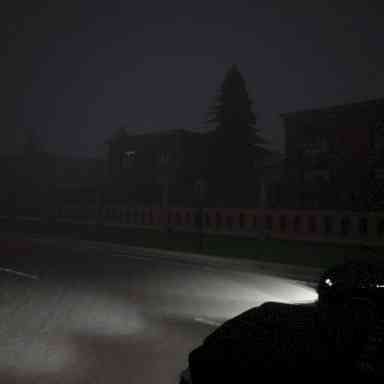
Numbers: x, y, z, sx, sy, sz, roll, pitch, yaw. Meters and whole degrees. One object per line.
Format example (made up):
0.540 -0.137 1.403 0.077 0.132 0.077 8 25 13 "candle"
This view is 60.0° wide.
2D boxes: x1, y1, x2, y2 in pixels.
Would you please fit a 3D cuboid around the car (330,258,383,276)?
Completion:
4.228 1.560 5.276 4.181 1.385 1.994 -1 0 35 "car"

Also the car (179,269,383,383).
2.221 1.597 2.406 4.718 1.301 1.895 -1 0 35 "car"
